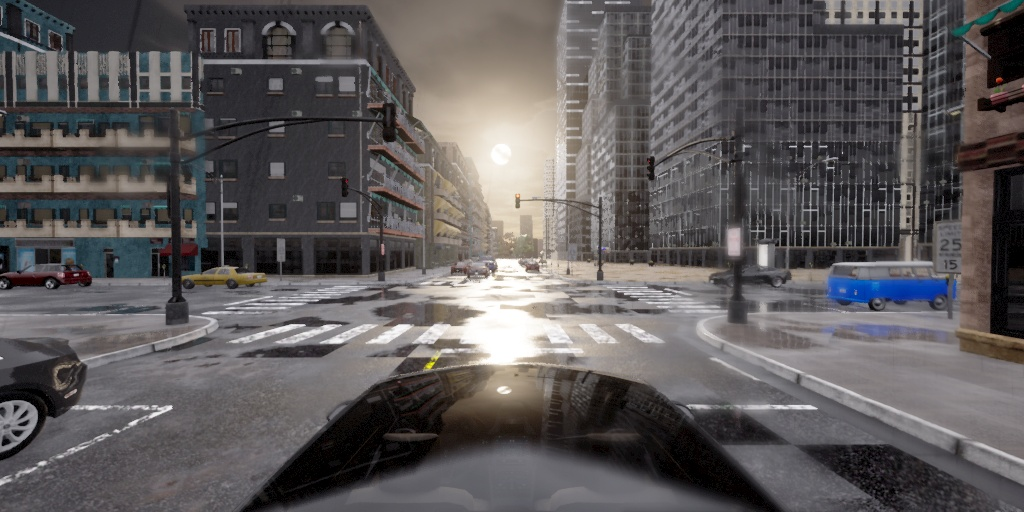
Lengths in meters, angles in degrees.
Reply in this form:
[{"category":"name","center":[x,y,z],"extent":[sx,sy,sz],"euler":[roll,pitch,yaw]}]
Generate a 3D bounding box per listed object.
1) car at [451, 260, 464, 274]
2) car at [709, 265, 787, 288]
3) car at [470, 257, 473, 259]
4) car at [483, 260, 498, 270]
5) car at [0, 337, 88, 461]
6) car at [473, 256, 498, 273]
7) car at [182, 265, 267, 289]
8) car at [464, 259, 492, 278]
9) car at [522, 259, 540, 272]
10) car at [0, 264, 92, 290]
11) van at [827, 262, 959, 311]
[{"category":"car","center":[-5.766,1.299,40.280],"extent":[1.888,1.381,4.507],"euler":[0,0,0]},{"category":"car","center":[14.636,1.221,22.290],"extent":[4.313,1.339,1.948],"euler":[0,0,0]},{"category":"car","center":[-5.777,1.195,45.929],"extent":[1.967,1.591,4.097],"euler":[0,0,0]},{"category":"car","center":[-3.186,1.322,54.136],"extent":[1.994,1.385,4.181],"euler":[0,0,0]},{"category":"car","center":[-5.692,1.300,2.214],"extent":[2.007,1.370,4.403],"euler":[0,0,0]},{"category":"car","center":[-3.177,0.976,44.162],"extent":[2.150,2.045,5.566],"euler":[0,0,0]},{"category":"car","center":[-17.922,1.252,22.173],"extent":[4.829,1.417,1.751],"euler":[0,0,0]},{"category":"car","center":[-3.162,1.278,34.256],"extent":[1.812,1.442,4.674],"euler":[0,0,0]},{"category":"car","center":[2.570,1.300,46.003],"extent":[1.888,1.381,4.507],"euler":[0,0,0]},{"category":"car","center":[-28.820,1.194,22.134],"extent":[4.097,1.591,1.967],"euler":[0,0,0]},{"category":"van","center":[14.666,1.120,13.910],"extent":[3.998,1.789,1.690],"euler":[0,0,0]}]
